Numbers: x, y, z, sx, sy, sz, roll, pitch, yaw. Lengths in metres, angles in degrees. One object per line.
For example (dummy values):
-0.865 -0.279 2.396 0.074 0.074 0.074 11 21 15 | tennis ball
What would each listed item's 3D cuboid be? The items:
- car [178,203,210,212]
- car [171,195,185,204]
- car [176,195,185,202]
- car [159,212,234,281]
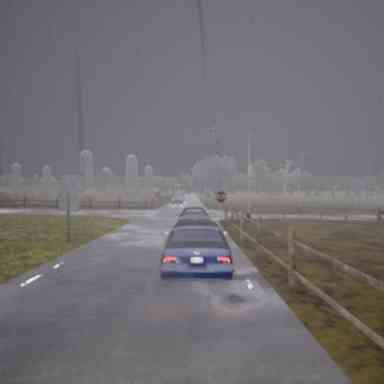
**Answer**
0.128 1.566 19.773 1.994 1.385 4.181 0 0 0 | car
-2.674 1.320 61.527 2.097 1.767 4.553 0 0 1 | car
-2.595 1.419 76.666 1.882 1.535 5.008 0 0 0 | car
0.122 1.551 9.856 2.033 1.411 5.357 0 0 0 | car
